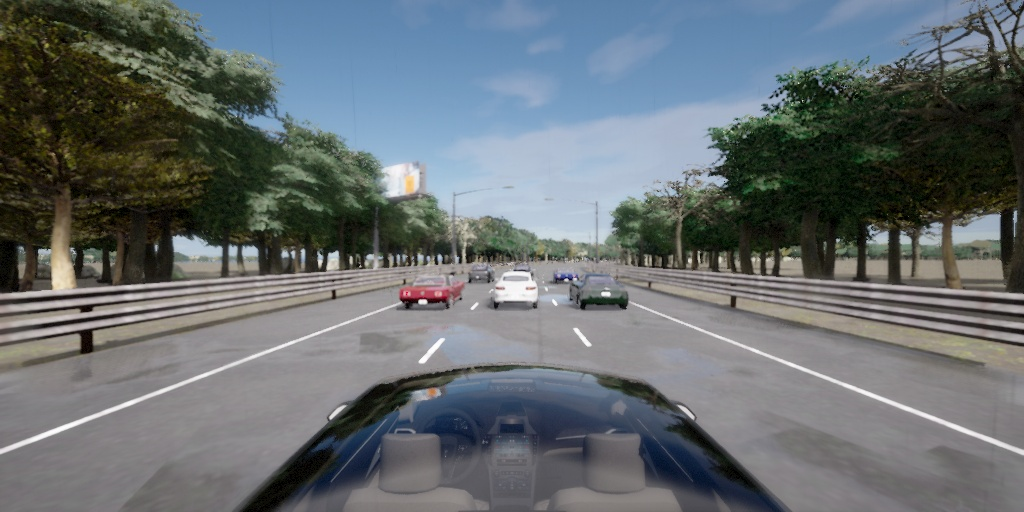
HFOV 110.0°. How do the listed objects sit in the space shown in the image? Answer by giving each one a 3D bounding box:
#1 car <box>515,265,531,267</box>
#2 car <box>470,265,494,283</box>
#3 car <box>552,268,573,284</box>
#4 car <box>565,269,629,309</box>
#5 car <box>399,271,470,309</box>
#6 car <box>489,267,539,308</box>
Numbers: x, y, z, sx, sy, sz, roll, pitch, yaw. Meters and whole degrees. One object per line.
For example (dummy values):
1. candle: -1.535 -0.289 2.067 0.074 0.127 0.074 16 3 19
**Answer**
1. car: 0.940 1.519 30.731 2.128 1.511 4.902 0 0 4
2. car: -2.552 1.520 30.963 2.128 1.511 4.902 0 0 4
3. car: 4.415 1.624 30.308 1.895 1.301 4.718 0 -1 4
4. car: 3.697 1.448 15.831 1.994 1.385 4.181 0 -1 2
5. car: -3.310 1.483 15.862 1.895 1.301 4.718 0 -1 2
6. car: 0.202 1.410 16.018 1.812 1.442 4.674 0 0 2
